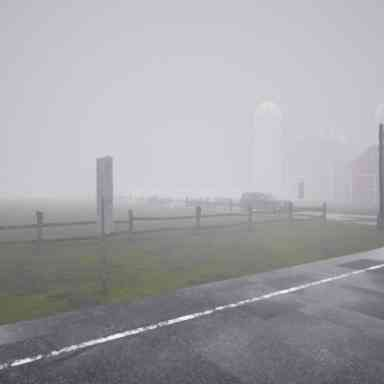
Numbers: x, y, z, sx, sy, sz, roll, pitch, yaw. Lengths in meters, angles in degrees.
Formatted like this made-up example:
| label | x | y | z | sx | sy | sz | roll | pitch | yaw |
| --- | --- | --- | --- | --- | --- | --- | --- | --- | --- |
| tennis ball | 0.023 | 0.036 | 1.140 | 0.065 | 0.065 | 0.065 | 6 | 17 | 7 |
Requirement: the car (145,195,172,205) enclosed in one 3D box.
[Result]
| label | x | y | z | sx | sy | sz | roll | pitch | yaw |
| --- | --- | --- | --- | --- | --- | --- | --- | --- | --- |
| car | -5.101 | 1.146 | 49.345 | 2.033 | 1.411 | 5.357 | -1 | 1 | -36 |

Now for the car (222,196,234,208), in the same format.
| label | x | y | z | sx | sy | sz | roll | pitch | yaw |
| --- | --- | --- | --- | --- | --- | --- | --- | --- | --- |
| car | 3.772 | 1.244 | 42.084 | 1.994 | 1.385 | 4.181 | -1 | 1 | -36 |

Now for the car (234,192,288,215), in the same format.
| label | x | y | z | sx | sy | sz | roll | pitch | yaw |
| --- | --- | --- | --- | --- | --- | --- | --- | --- | --- |
| car | 7.055 | 1.019 | 32.444 | 2.150 | 2.045 | 5.566 | -1 | 1 | -36 |

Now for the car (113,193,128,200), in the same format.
| label | x | y | z | sx | sy | sz | roll | pitch | yaw |
| --- | --- | --- | --- | --- | --- | --- | --- | --- | --- |
| car | -14.903 | 0.916 | 68.014 | 2.033 | 1.411 | 5.357 | -1 | 1 | -36 |

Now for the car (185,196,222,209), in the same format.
| label | x | y | z | sx | sy | sz | roll | pitch | yaw |
| --- | --- | --- | --- | --- | --- | --- | --- | --- | --- |
| car | 1.151 | 1.302 | 40.659 | 1.895 | 1.301 | 4.718 | -1 | 1 | -36 |
